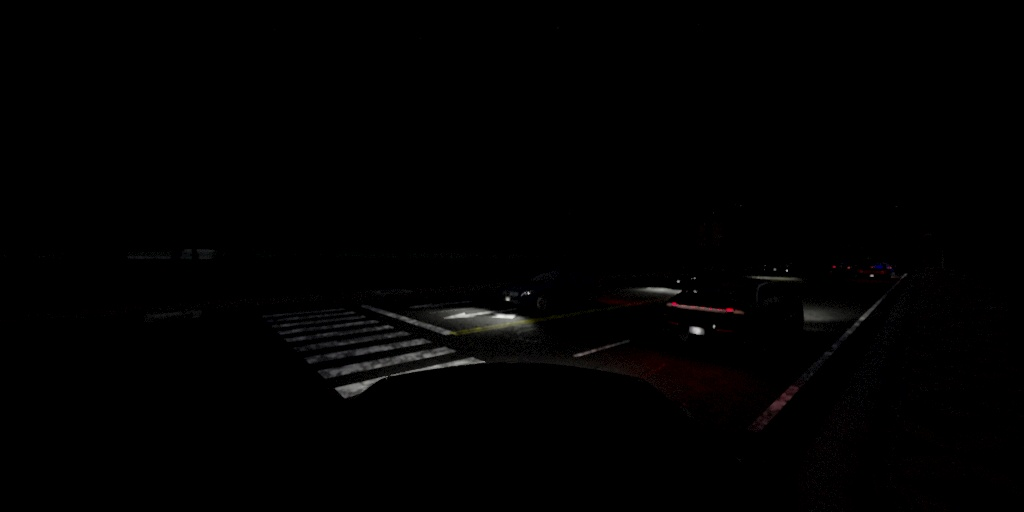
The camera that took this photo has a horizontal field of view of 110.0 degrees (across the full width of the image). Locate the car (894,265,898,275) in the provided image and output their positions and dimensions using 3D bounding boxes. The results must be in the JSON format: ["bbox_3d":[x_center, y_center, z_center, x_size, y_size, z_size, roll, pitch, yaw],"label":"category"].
[{"bbox_3d":[39.458,1.308,38.192,4.674,1.442,1.812,0,0,-41],"label":"car"}]

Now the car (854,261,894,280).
[{"bbox_3d":[32.029,1.376,31.675,4.718,1.301,1.895,0,0,-41],"label":"car"}]

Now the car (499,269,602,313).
[{"bbox_3d":[1.638,1.233,14.032,4.674,1.442,1.812,0,0,-40],"label":"car"}]

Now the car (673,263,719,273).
[{"bbox_3d":[11.641,1.218,22.755,4.892,1.490,1.837,-1,1,-41],"label":"car"}]

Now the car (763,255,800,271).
[{"bbox_3d":[27.429,0.943,36.391,5.566,2.045,2.150,0,0,-41],"label":"car"}]

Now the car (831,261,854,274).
[{"bbox_3d":[38.844,1.311,41.899,5.357,1.411,2.033,0,0,-41],"label":"car"}]

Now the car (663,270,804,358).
[{"bbox_3d":[5.432,1.242,8.589,4.902,1.511,2.128,0,0,-41],"label":"car"}]
